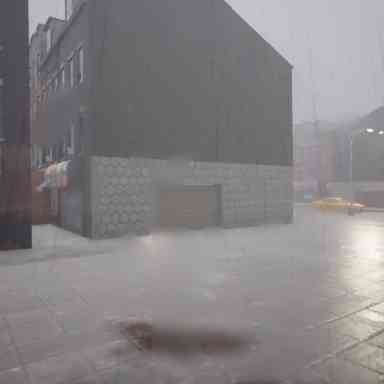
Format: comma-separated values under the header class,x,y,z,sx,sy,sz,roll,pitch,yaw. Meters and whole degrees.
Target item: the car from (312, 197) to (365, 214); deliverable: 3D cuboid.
class,x,y,z,sx,sy,sz,roll,pitch,yaw
car,14.244,1.317,32.518,1.882,1.535,5.008,-1,1,-35
